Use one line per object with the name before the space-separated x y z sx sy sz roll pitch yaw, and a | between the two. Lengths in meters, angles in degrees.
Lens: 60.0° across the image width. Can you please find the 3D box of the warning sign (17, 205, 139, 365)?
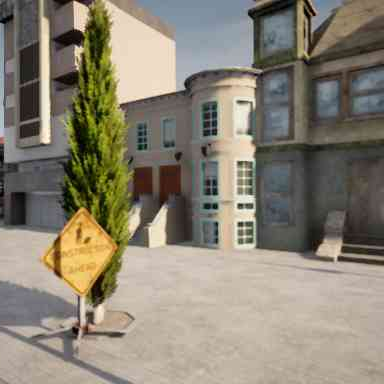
warning sign | -1.614 1.152 4.835 1.060 1.860 1.300 -1 0 35
